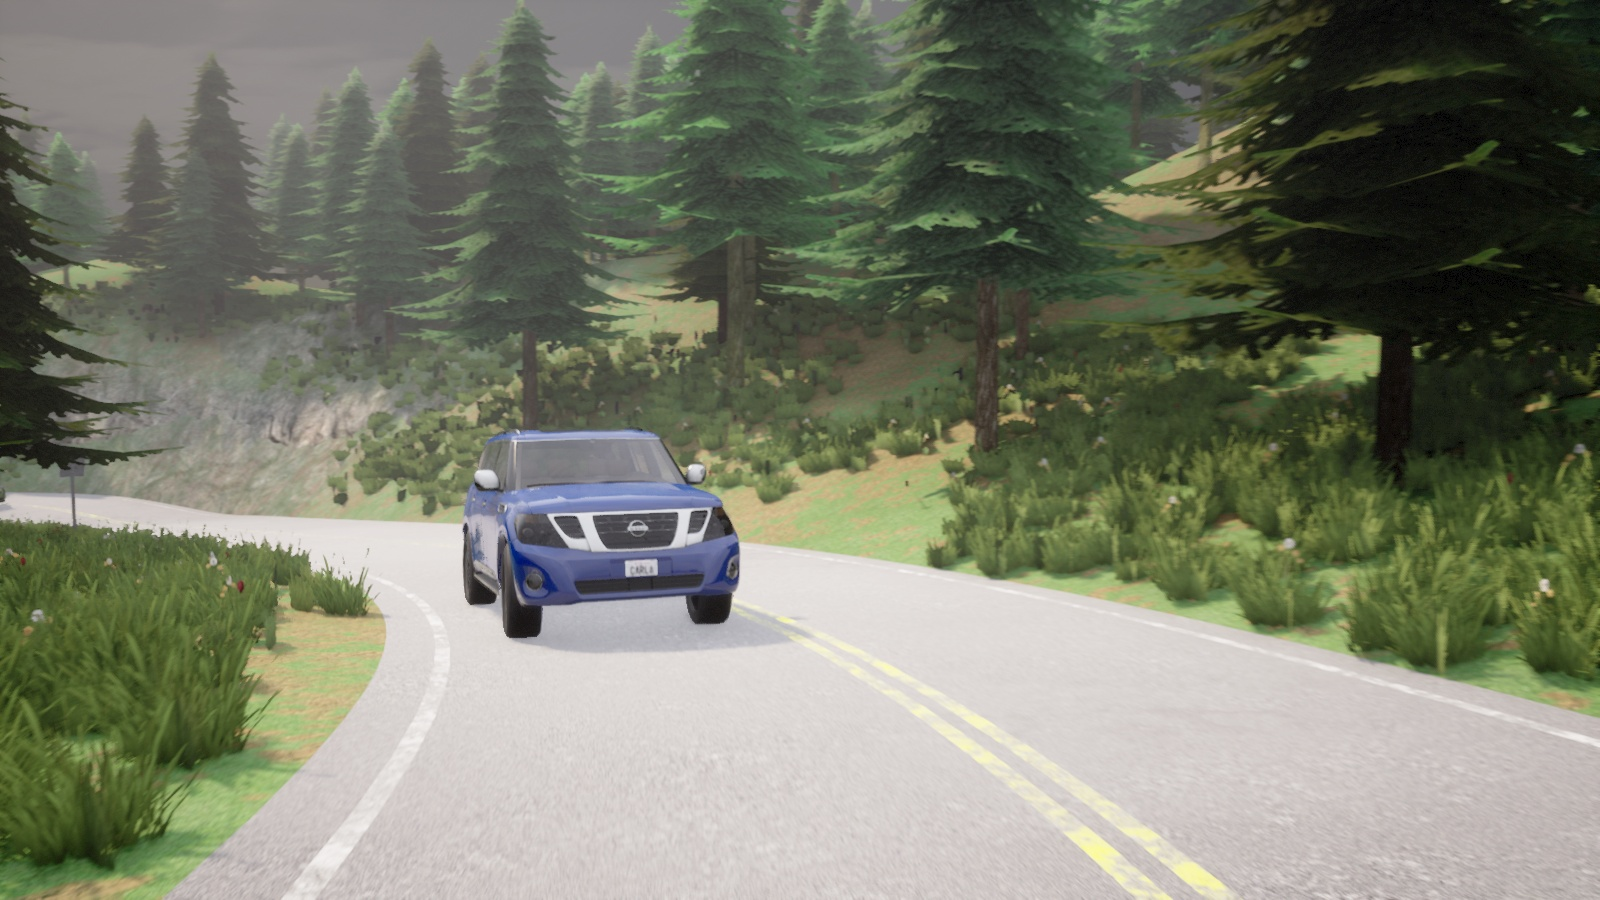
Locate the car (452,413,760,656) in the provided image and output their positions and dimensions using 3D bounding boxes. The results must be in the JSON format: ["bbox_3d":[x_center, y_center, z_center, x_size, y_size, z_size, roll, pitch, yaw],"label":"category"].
[{"bbox_3d":[-2.396,0.780,13.755,2.150,2.045,5.566,-2,-1,-21],"label":"car"}]
